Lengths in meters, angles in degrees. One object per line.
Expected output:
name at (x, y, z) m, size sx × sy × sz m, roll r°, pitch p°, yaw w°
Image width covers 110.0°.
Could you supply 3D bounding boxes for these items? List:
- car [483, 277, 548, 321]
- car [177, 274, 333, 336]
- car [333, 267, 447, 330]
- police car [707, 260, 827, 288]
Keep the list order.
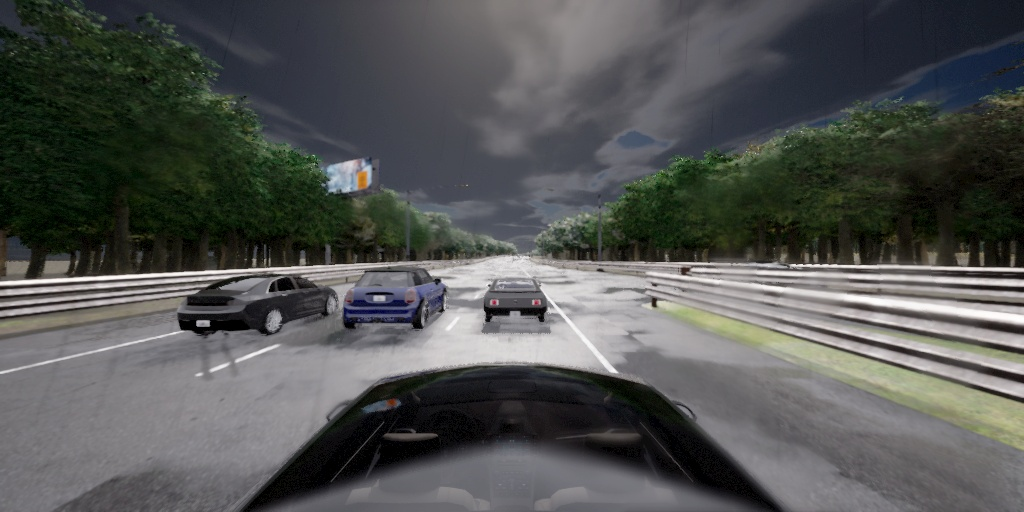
car at (0.091, 1.366, 12.468) m, size 1.895 × 1.301 × 4.718 m, roll 0°, pitch 0°, yaw 0°
car at (-6.903, 1.266, 10.433) m, size 1.837 × 1.490 × 4.892 m, roll 0°, pitch 0°, yaw 0°
car at (-3.404, 1.114, 11.327) m, size 2.097 × 1.767 × 4.553 m, roll 0°, pitch 0°, yaw 0°
police car at (11.274, 1.006, 16.482) m, size 1.930 × 1.638 × 5.238 m, roll 0°, pitch -1°, yaw -12°
